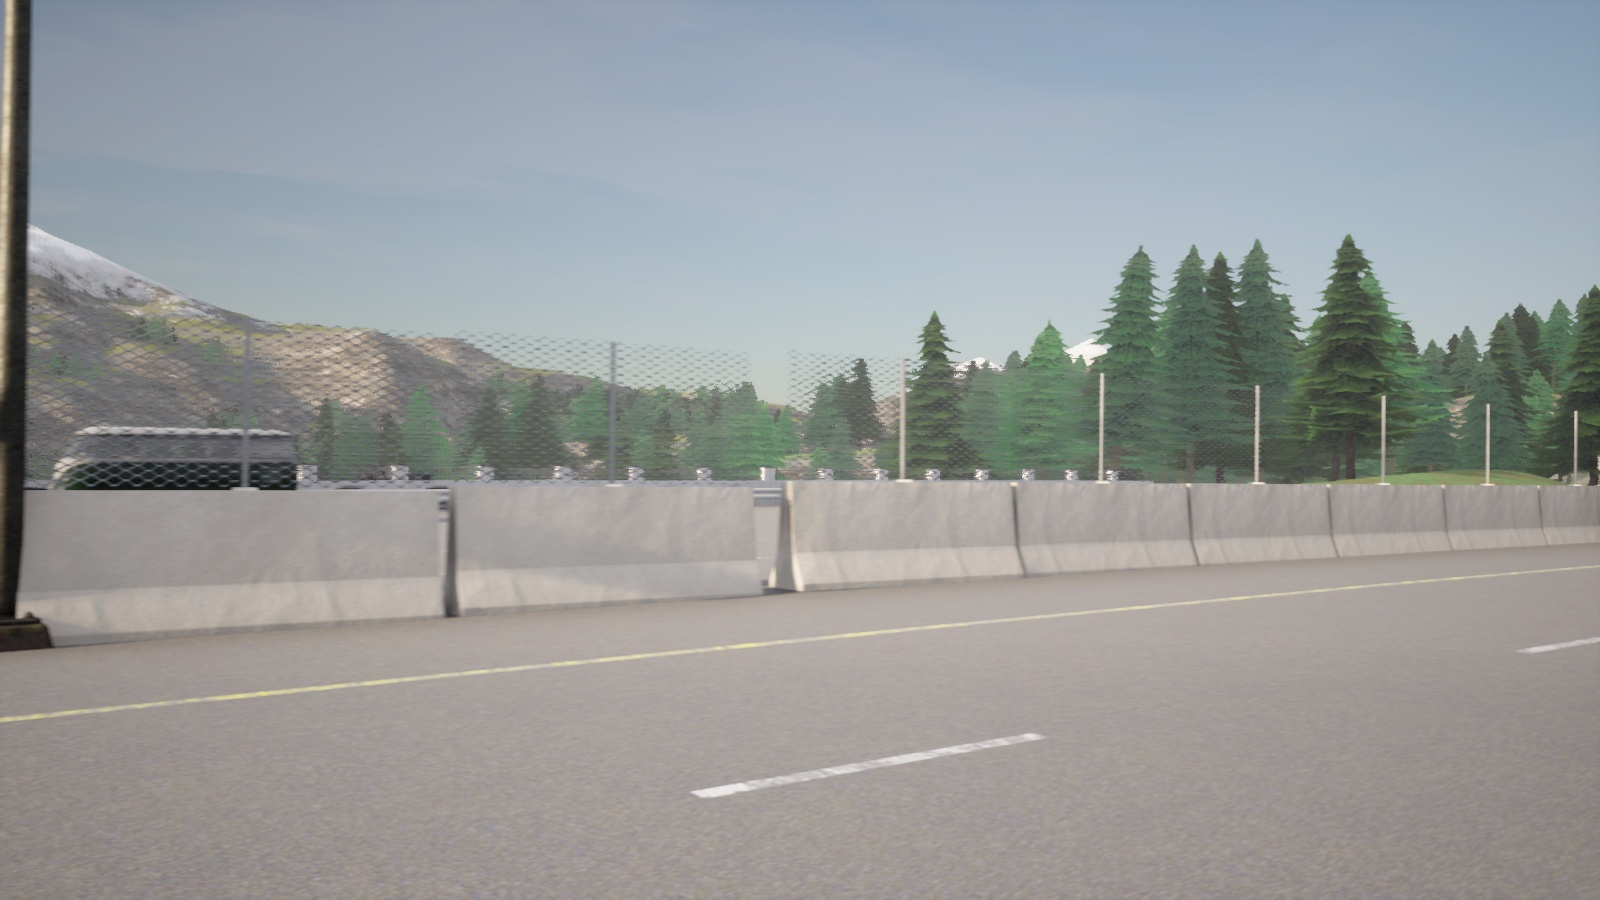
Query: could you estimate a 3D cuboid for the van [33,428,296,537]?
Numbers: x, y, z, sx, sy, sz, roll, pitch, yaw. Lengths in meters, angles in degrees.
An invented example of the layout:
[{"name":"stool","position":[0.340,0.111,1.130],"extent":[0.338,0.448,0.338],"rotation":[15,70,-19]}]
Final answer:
[{"name":"van","position":[-12.497,0.589,24.812],"extent":[4.442,1.987,1.775],"rotation":[0,0,-35]}]
